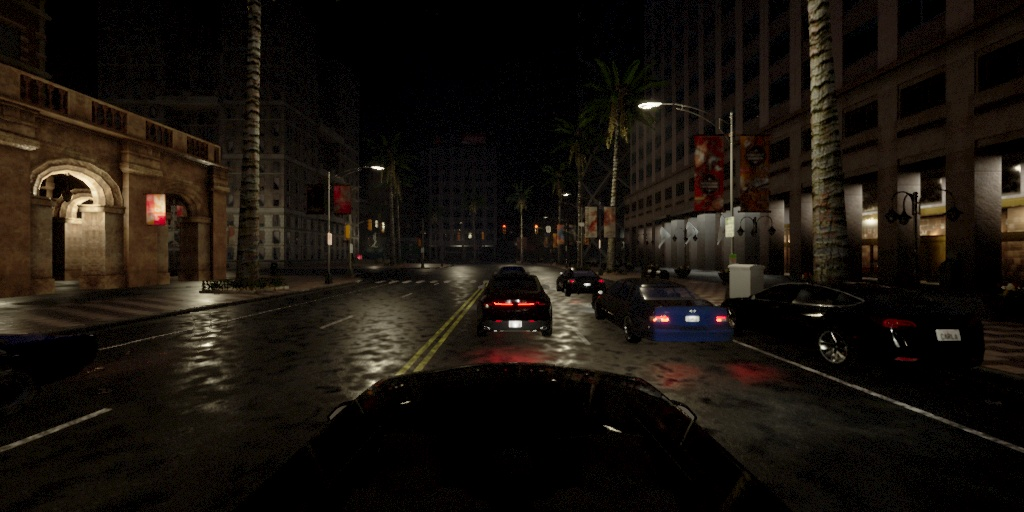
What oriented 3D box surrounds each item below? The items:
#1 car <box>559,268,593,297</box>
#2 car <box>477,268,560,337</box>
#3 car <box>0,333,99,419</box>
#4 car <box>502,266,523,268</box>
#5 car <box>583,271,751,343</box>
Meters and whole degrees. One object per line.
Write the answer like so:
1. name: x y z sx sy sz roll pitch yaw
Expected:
1. car: 3.519 1.309 18.871 1.994 1.385 4.181 0 0 0
2. car: 0.053 1.251 10.328 1.837 1.490 4.892 0 0 -1
3. car: -7.101 1.350 3.069 1.895 1.301 4.718 0 0 0
4. car: 0.016 1.271 19.275 1.812 1.442 4.674 0 0 -2
5. car: 3.563 1.295 9.627 2.033 1.411 5.357 0 0 0
